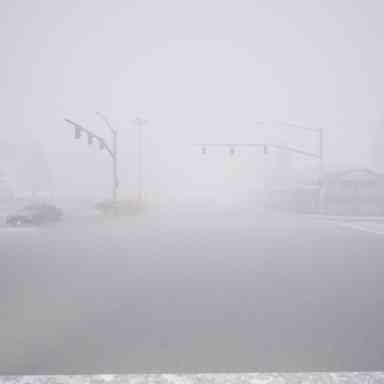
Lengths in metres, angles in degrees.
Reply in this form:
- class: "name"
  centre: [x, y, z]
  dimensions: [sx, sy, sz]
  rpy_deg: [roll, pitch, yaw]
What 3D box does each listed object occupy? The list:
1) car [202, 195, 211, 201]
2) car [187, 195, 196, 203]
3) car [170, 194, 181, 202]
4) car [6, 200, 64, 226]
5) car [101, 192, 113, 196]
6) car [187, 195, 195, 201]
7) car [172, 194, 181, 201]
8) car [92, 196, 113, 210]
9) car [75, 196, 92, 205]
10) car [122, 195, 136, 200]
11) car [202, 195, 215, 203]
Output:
- class: "car"
  centre: [3.307, 1.401, 77.781]
  dimensions: [1.994, 1.385, 4.181]
  rpy_deg: [0, 0, 0]
- class: "car"
  centre: [-0.063, 1.421, 65.301]
  dimensions: [2.033, 1.411, 5.357]
  rpy_deg: [0, 0, 0]
- class: "car"
  centre: [-3.571, 1.468, 68.866]
  dimensions: [1.895, 1.301, 4.718]
  rpy_deg: [0, 0, 0]
- class: "car"
  centre: [-10.658, 1.507, 23.088]
  dimensions: [2.033, 1.411, 5.357]
  rpy_deg: [0, 0, 0]
- class: "car"
  centre: [-17.674, 0.994, 70.039]
  dimensions: [2.150, 2.045, 5.566]
  rpy_deg: [0, 0, 0]
- class: "car"
  centre: [-0.193, 1.444, 77.929]
  dimensions: [1.895, 1.301, 4.718]
  rpy_deg: [0, 0, 0]
- class: "car"
  centre: [-3.697, 1.323, 80.320]
  dimensions: [1.882, 1.535, 5.008]
  rpy_deg: [0, 0, 0]
- class: "car"
  centre: [-10.704, 1.523, 41.907]
  dimensions: [1.895, 1.301, 4.718]
  rpy_deg: [0, 0, 0]
- class: "car"
  centre: [-17.719, 1.391, 54.633]
  dimensions: [2.128, 1.511, 4.902]
  rpy_deg: [0, 0, 0]
- class: "car"
  centre: [-10.722, 1.243, 57.175]
  dimensions: [2.097, 1.767, 4.553]
  rpy_deg: [0, 0, 0]
- class: "car"
  centre: [3.439, 1.420, 65.323]
  dimensions: [2.033, 1.411, 5.357]
  rpy_deg: [0, 0, 0]
